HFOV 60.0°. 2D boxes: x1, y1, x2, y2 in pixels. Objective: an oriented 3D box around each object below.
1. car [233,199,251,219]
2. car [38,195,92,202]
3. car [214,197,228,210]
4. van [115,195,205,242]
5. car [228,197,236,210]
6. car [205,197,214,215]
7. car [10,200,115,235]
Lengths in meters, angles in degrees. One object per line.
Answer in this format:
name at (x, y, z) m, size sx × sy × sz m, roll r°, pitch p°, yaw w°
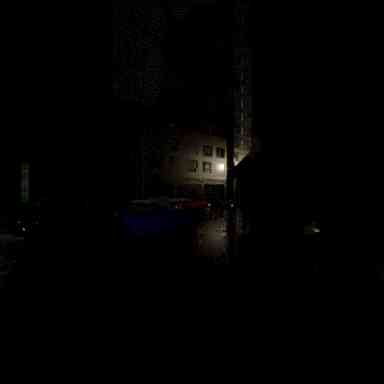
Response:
car at (5.180, 1.278, 24.562) m, size 2.008 × 1.369 × 4.403 m, roll 1°, pitch 1°, yaw 36°
car at (-8.274, 1.120, 20.382) m, size 2.192 × 1.841 × 5.009 m, roll 1°, pitch 2°, yaw 36°
car at (1.502, 1.164, 34.082) m, size 1.947 × 1.339 × 4.313 m, roll 1°, pitch 2°, yaw 36°
van at (-1.336, 1.207, 15.430) m, size 1.690 × 1.788 × 3.998 m, roll 1°, pitch 1°, yaw 36°
car at (5.424, 1.071, 34.988) m, size 2.128 × 1.511 × 4.902 m, roll 1°, pitch 1°, yaw 36°
car at (-0.578, 1.059, 26.595) m, size 2.097 × 1.767 × 4.553 m, roll 0°, pitch 1°, yaw 36°
car at (-6.562, 1.381, 18.214) m, size 2.033 × 1.411 × 5.357 m, roll 0°, pitch 1°, yaw 36°
